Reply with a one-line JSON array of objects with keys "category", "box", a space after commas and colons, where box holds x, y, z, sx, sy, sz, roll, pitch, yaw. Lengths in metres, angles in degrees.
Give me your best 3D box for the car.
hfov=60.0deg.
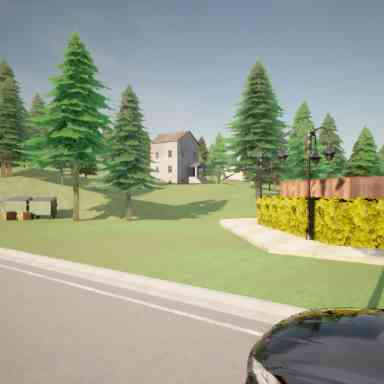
[{"category": "car", "box": [2.698, 1.492, 2.056, 4.902, 1.511, 2.128, 0, 0, 36]}]
